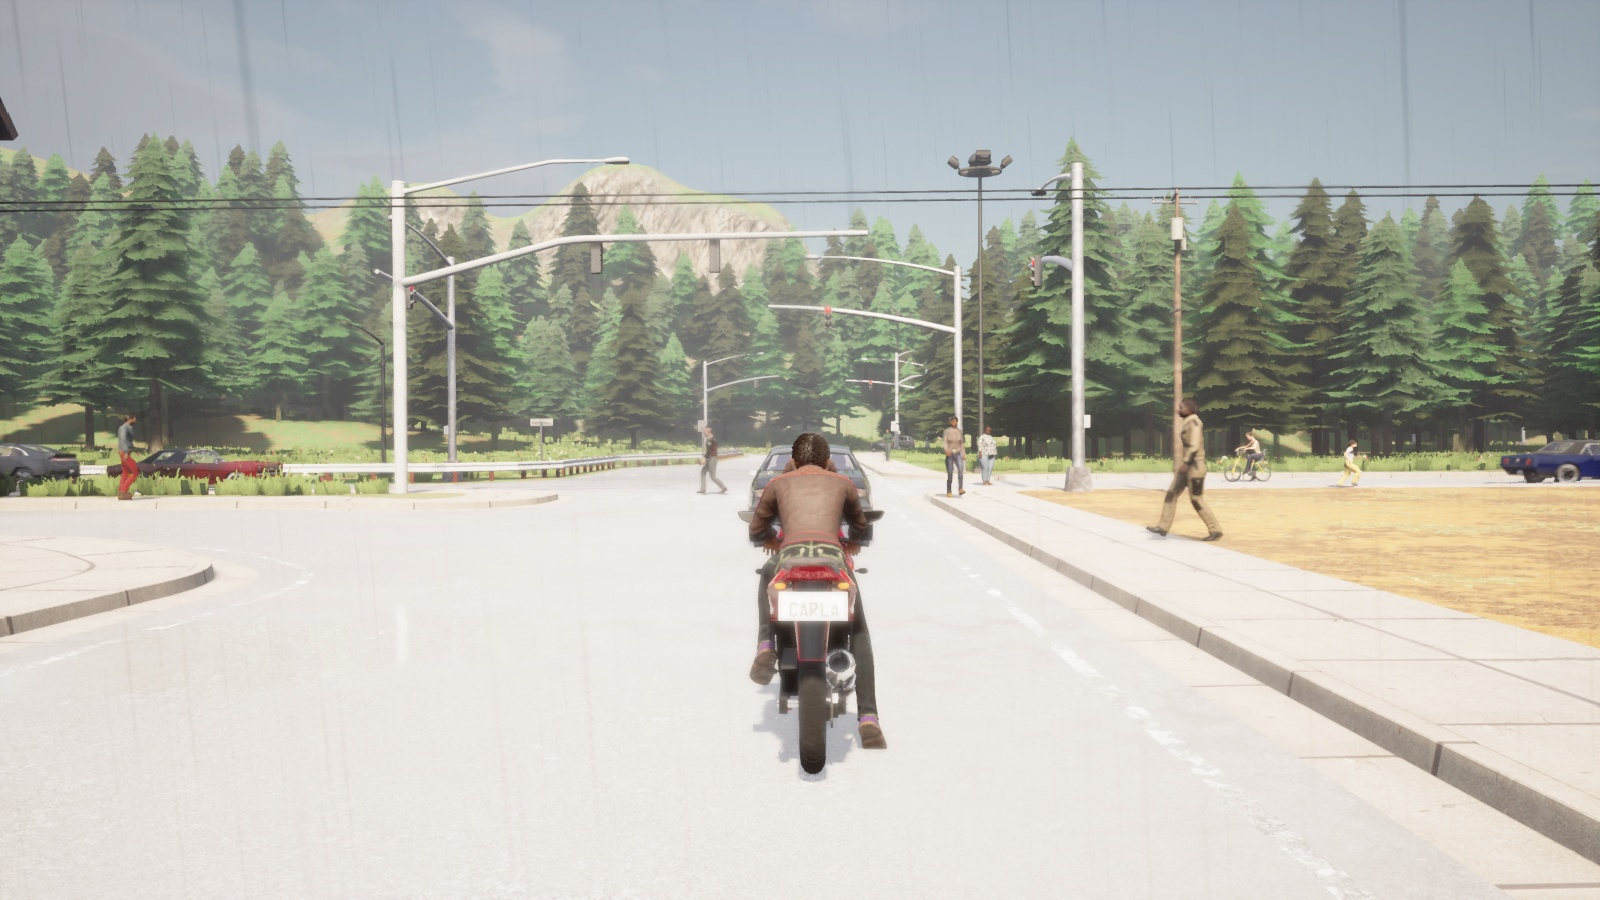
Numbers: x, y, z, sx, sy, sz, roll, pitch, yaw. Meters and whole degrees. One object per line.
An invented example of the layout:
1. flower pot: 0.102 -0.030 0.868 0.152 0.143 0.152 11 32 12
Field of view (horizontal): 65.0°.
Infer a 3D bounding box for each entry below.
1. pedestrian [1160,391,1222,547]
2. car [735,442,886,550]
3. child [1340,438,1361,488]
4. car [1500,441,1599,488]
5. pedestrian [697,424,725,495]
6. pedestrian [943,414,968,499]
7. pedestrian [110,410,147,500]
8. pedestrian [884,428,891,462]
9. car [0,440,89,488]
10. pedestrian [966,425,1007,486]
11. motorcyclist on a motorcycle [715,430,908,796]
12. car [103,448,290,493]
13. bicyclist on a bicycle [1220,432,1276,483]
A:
1. pedestrian: 4.913 0.233 15.797 0.692 1.930 0.396 0 1 9
2. car: 0.165 0.601 19.547 2.033 1.411 5.357 0 1 1
3. child: 13.959 0.317 31.834 0.437 1.263 0.270 0 1 10
4. car: 23.294 0.401 36.602 4.718 1.301 1.895 0 1 1
5. pedestrian: -2.338 0.239 33.004 0.720 1.854 0.376 0 1 -2
6. pedestrian: 3.365 0.128 27.206 0.328 1.805 0.869 0 1 -8
7. pedestrian: -13.956 0.102 26.124 0.614 1.847 0.353 0 1 -19
8. pedestrian: 4.741 -0.280 67.781 0.353 1.847 0.614 0 1 4
9. car: -26.480 0.456 41.399 4.902 1.511 2.128 0 1 2
10. pedestrian: 5.746 0.162 38.668 0.874 1.855 0.900 -1 1 -36
11. motorcyclist on a motorcycle: 0.057 0.671 6.254 0.797 1.523 2.044 0 1 0
12. car: -18.043 0.596 37.681 4.718 1.301 1.895 0 1 1
13. bicyclist on a bicycle: 14.380 0.245 40.329 1.509 1.612 0.866 0 1 2
